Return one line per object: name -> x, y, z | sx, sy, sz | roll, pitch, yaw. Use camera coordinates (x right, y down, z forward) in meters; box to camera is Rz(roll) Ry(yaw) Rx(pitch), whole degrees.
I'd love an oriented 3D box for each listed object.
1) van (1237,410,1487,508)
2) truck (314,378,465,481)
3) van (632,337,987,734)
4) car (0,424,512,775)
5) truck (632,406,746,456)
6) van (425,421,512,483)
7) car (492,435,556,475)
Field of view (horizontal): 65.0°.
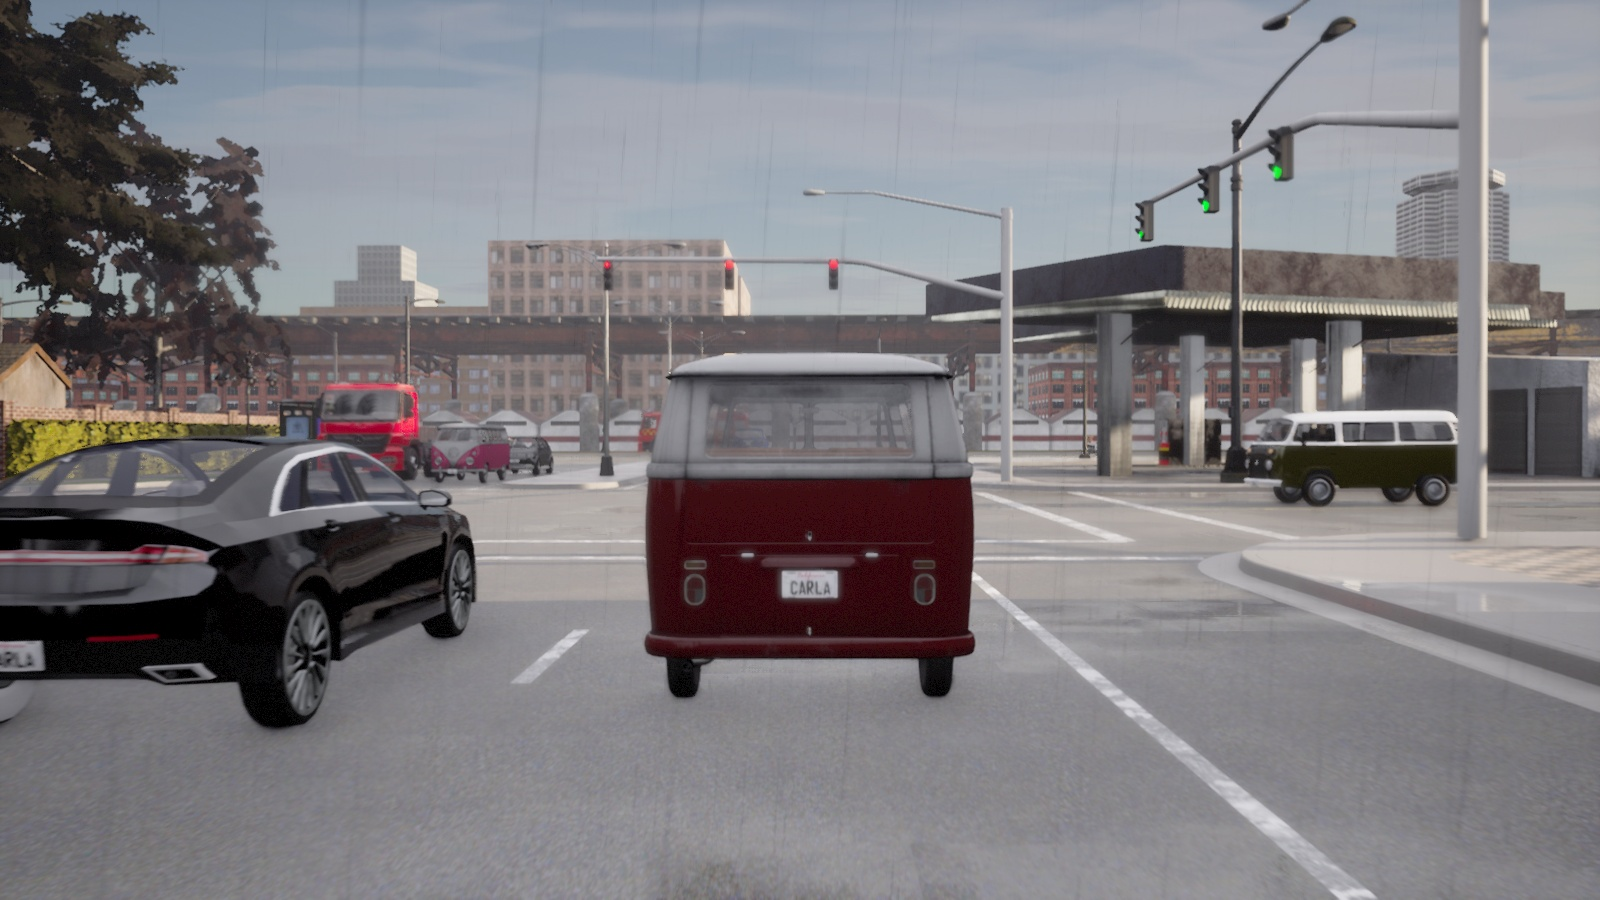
van -> 12.088, 0.166, 27.219 | 4.480, 2.038, 2.069 | 0, 1, -1
truck -> -14.775, -0.723, 45.897 | 2.891, 3.462, 7.936 | 0, 1, 0
van -> 0.062, 0.407, 8.510 | 1.775, 1.987, 4.442 | 0, 1, 0
car -> -3.442, 0.619, 7.858 | 2.128, 1.511, 4.902 | 0, 1, 0
truck -> -8.508, -1.464, 97.007 | 8.468, 3.827, 2.891 | 0, 1, 1
van -> -11.245, 0.041, 42.908 | 1.775, 1.987, 4.442 | 0, 1, 0
car -> -11.199, 0.178, 51.148 | 1.789, 1.549, 3.705 | 0, 1, 0
